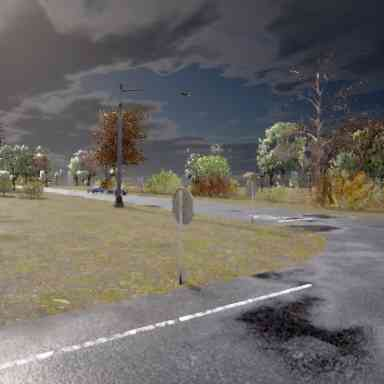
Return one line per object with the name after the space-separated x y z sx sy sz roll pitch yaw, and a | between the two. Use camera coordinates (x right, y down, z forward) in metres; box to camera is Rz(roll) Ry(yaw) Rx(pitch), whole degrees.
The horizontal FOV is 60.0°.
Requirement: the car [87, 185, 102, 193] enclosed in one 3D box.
-17.434 -0.504 59.935 1.812 1.442 4.674 0 2 -35 | car

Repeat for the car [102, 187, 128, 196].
-11.886 -0.121 52.150 1.895 1.301 4.718 0 2 -35 | car
